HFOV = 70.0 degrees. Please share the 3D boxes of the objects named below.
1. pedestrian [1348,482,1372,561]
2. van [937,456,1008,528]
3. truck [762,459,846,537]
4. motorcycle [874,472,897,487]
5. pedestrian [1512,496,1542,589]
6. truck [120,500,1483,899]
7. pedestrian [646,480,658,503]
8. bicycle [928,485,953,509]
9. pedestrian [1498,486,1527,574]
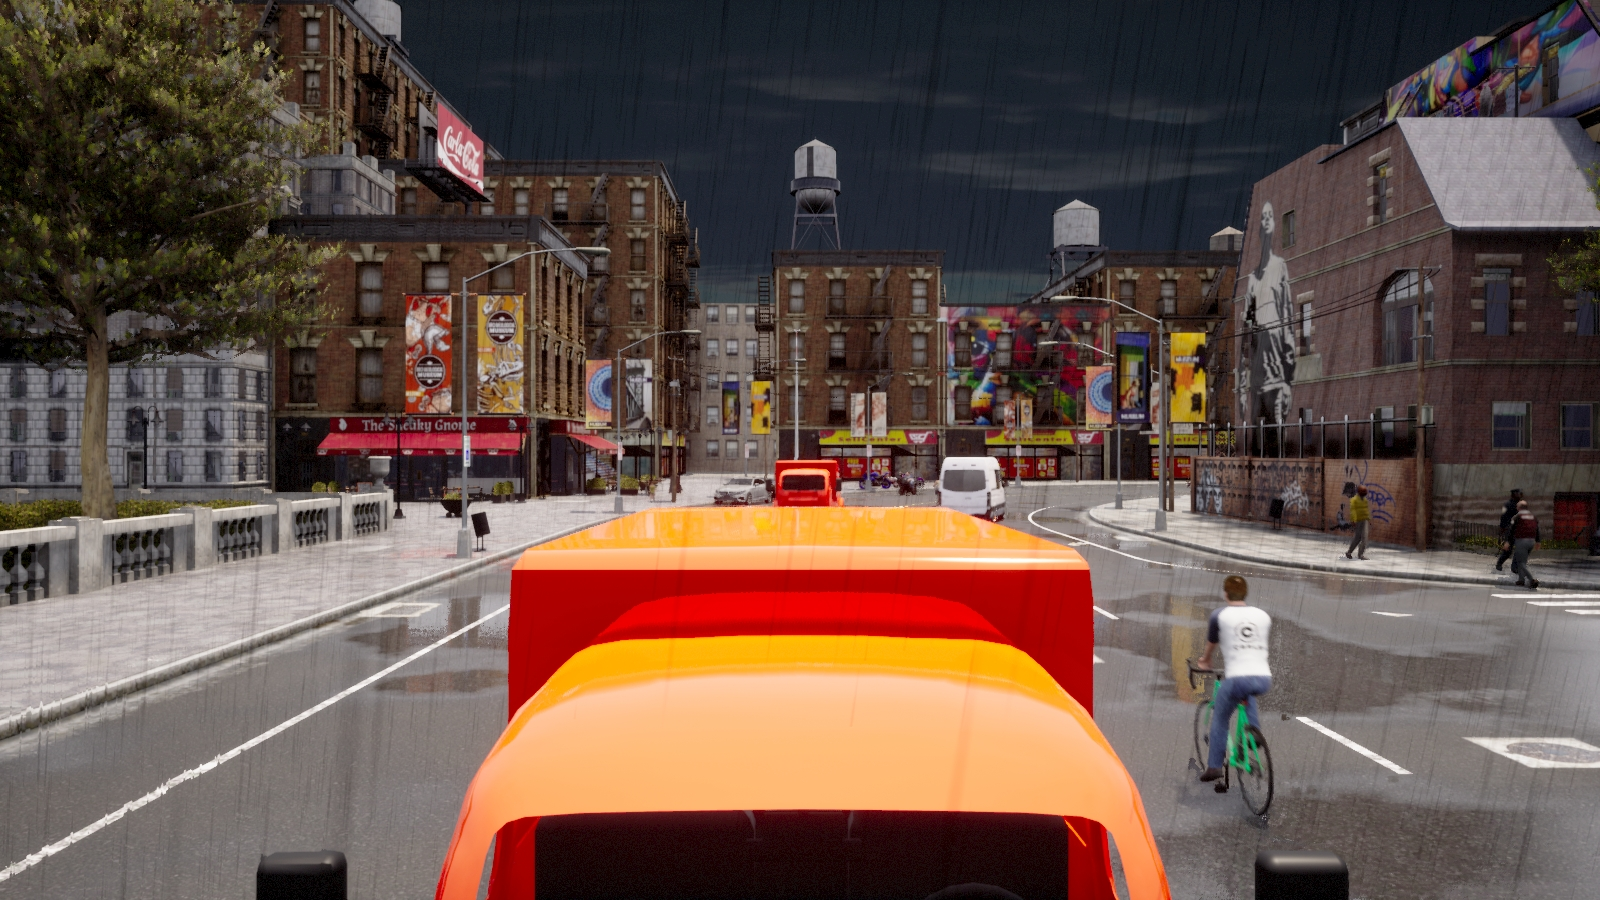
[{"bbox_3d":[13.462,1.707,27.474,0.375,1.860,0.375,0,0,-16],"label":"pedestrian"},{"bbox_3d":[6.840,1.552,44.739,1.988,2.561,5.915,0,0,16],"label":"van"},{"bbox_3d":[0.230,1.583,39.509,2.627,2.467,5.204,0,0,3],"label":"truck"},{"bbox_3d":[6.552,2.246,87.230,0.803,1.145,2.033,2,1,36],"label":"motorcycle"},{"bbox_3d":[14.682,1.857,23.086,0.375,1.860,0.375,0,0,0],"label":"pedestrian"},{"bbox_3d":[-0.002,1.567,4.807,2.627,2.467,5.204,0,0,0],"label":"truck"},{"bbox_3d":[-7.481,2.099,57.870,0.500,1.100,0.500,0,0,8],"label":"pedestrian"},{"bbox_3d":[6.897,2.278,55.980,0.859,1.080,1.487,1,0,22],"label":"bicycle"},{"bbox_3d":[15.248,1.706,24.458,0.375,1.860,0.375,0,0,-6],"label":"pedestrian"}]
